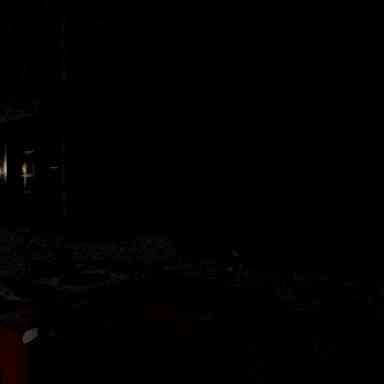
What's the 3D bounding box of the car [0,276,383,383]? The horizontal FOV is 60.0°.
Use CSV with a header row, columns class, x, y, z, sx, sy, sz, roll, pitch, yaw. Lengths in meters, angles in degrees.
class,x,y,z,sx,sy,sz,roll,pitch,yaw
car,-0.468,1.560,3.298,4.507,1.381,1.887,0,0,35
